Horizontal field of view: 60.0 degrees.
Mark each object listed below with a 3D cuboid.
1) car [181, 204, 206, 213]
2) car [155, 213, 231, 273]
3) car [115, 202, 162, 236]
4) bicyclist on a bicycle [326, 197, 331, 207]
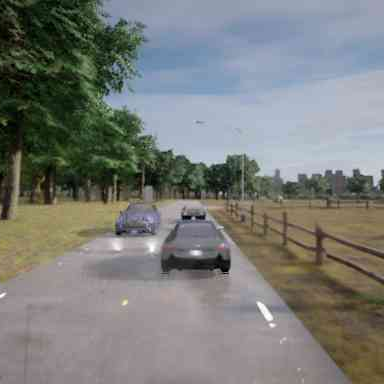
[{"bbox_3d":[0.112,1.648,26.811,1.895,1.301,4.718,0,0,0],"label":"car"},{"bbox_3d":[0.101,1.572,10.695,1.994,1.385,4.181,0,0,0],"label":"car"},{"bbox_3d":[-2.838,1.376,18.507,2.097,1.767,4.553,0,0,0],"label":"car"},{"bbox_3d":[19.941,1.533,48.678,0.582,1.620,1.656,0,0,0],"label":"bicyclist on a bicycle"}]
